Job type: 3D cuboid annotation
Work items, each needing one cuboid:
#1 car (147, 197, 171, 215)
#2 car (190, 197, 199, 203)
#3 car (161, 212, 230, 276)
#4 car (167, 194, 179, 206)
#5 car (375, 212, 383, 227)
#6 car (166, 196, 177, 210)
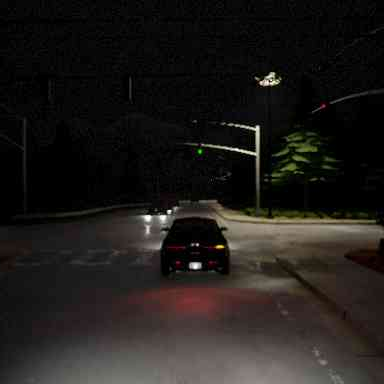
[{"bbox_3d":[-3.608,1.620,35.777,1.837,1.490,4.892,0,0,0],"label":"car"},{"bbox_3d":[0.624,1.753,74.236,2.033,1.411,5.357,0,0,2],"label":"car"},{"bbox_3d":[0.088,1.540,10.450,1.837,1.490,4.892,0,0,0],"label":"car"},{"bbox_3d":[-3.450,1.395,56.856,2.150,2.045,5.566,0,0,1],"label":"car"},{"bbox_3d":[14.282,1.534,20.978,5.008,1.535,1.882,0,0,1],"label":"car"},{"bbox_3d":[-3.594,1.692,46.224,2.033,1.411,5.357,0,0,0],"label":"car"}]
